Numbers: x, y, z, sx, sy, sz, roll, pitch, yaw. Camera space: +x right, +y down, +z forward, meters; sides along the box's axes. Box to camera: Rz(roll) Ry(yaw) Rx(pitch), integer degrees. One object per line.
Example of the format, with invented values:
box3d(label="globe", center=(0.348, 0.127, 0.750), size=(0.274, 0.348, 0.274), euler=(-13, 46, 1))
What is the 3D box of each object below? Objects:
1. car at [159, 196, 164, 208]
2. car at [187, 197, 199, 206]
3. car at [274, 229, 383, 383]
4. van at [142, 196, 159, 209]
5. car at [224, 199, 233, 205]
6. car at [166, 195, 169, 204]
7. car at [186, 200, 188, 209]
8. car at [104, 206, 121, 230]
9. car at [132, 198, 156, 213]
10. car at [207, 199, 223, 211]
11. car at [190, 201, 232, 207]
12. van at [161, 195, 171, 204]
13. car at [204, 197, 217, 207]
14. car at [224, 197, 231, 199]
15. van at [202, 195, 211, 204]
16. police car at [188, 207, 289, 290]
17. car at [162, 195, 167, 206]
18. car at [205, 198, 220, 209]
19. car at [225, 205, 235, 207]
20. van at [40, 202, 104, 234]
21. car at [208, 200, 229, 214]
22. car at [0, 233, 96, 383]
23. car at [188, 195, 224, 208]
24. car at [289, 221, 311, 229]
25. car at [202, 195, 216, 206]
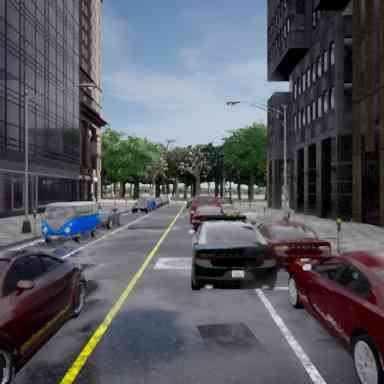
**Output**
box3d(label="car", center=(-5.594, 1.622, 48.357), size=(1.752, 1.417, 4.829), euler=(0, 0, 0))
box3d(label="car", center=(0.212, 1.689, 60.336), size=(1.994, 1.385, 4.181), euler=(0, 0, 0))
box3d(label="car", center=(2.777, 1.554, 4.997), size=(1.887, 1.381, 4.507), euler=(0, 0, 0))
box3d(label="van", center=(-5.613, 1.426, 43.090), size=(1.690, 1.788, 3.998), euler=(0, 0, 0))
box3d(label="car", center=(2.855, 1.576, 26.917), size=(1.752, 1.417, 4.829), euler=(0, 0, 0))
box3d(label="car", center=(-5.556, 1.648, 59.232), size=(1.752, 1.417, 4.829), euler=(0, 0, 0))
box3d(label="car", center=(0.181, 1.586, 47.103), size=(2.128, 1.511, 4.902), euler=(0, 0, 1))
box3d(label="car", center=(-5.690, 1.590, 21.340), size=(2.008, 1.369, 4.403), euler=(0, 0, 0))
box3d(label="car", center=(-5.632, 1.639, 37.652), size=(1.947, 1.339, 4.313), euler=(0, 0, 0))
box3d(label="car", center=(2.913, 1.611, 43.229), size=(1.752, 1.417, 4.829), euler=(0, 0, 0))
box3d(label="car", center=(0.966, 1.514, 19.145), size=(1.882, 1.535, 5.008), euler=(0, 0, 0))
box3d(label="van", center=(-5.517, 1.491, 70.278), size=(1.690, 1.788, 3.998), euler=(0, 0, 0))
box3d(label="car", center=(2.951, 1.550, 53.934), size=(1.967, 1.590, 4.097), euler=(0, 0, 0))
box3d(label="car", center=(2.873, 1.377, 32.185), size=(2.192, 1.841, 5.009), euler=(0, 0, 0))
box3d(label="van", center=(3.008, 1.491, 70.247), size=(1.690, 1.788, 3.998), euler=(0, 0, 0))
box3d(label="police car", center=(0.930, 1.443, 9.255), size=(1.930, 1.638, 5.238), euler=(0, 0, 0))
box3d(label="car", center=(-5.575, 1.676, 53.964), size=(1.947, 1.339, 4.313), euler=(0, 0, 0))
box3d(label="car", center=(2.931, 1.642, 48.497), size=(1.887, 1.381, 4.507), euler=(0, 0, 0))
box3d(label="car", center=(2.817, 1.555, 16.042), size=(1.752, 1.417, 4.829), euler=(0, 0, 0))
box3d(label="van", center=(-5.710, 1.370, 15.902), size=(1.690, 1.788, 3.998), euler=(0, 0, 0))
box3d(label="car", center=(2.893, 1.624, 37.622), size=(2.008, 1.369, 4.403), euler=(0, 0, 0))
box3d(label="car", center=(-2.986, 1.572, 4.634), size=(1.994, 1.385, 4.181), euler=(0, 0, 0))
box3d(label="car", center=(0.951, 1.270, 25.174), size=(2.150, 2.045, 5.566), euler=(0, 0, 0))
box3d(label="car", center=(2.797, 1.564, 10.434), size=(1.887, 1.381, 4.507), euler=(0, 0, 0))
box3d(label="car", center=(2.970, 1.438, 59.373), size=(2.192, 1.841, 5.009), euler=(0, 0, 0))
